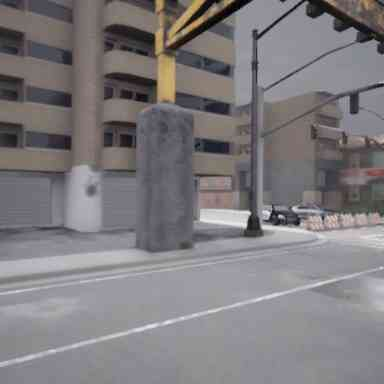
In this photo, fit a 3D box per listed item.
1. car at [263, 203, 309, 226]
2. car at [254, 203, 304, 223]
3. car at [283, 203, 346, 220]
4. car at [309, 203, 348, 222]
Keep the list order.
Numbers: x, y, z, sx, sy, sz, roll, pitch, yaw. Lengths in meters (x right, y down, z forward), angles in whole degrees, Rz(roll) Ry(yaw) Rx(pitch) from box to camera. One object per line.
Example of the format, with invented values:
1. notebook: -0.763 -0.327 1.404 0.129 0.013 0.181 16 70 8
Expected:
1. car: 6.458 1.660 25.174 2.038 1.542 4.974 1 0 -11
2. car: 6.450 1.503 25.226 1.853 1.218 4.536 1 0 -11
3. car: 9.991 1.546 27.354 4.536 1.218 1.853 0 0 34
4. car: 10.033 1.704 27.324 4.974 1.542 2.038 0 0 34
